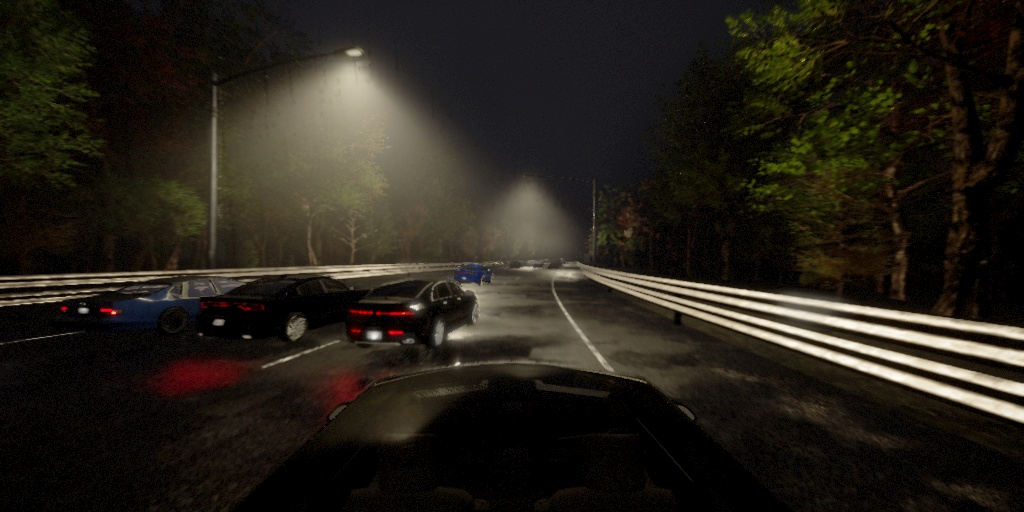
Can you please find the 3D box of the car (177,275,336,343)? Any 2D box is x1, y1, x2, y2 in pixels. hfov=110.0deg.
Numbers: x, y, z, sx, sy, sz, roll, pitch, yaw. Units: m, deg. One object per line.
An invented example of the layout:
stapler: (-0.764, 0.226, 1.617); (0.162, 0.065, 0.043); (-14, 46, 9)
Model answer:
car: (-5.676, 1.249, 9.889); (1.882, 1.535, 5.008); (1, 0, 10)

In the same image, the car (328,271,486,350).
car: (-2.235, 1.302, 9.281); (1.837, 1.490, 4.892); (0, 0, 10)

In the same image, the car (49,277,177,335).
car: (-9.131, 1.285, 10.465); (2.033, 1.411, 5.357); (0, 0, 10)

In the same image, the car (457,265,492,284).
car: (-2.806, 1.387, 26.715); (1.882, 1.535, 5.008); (0, 0, 10)
